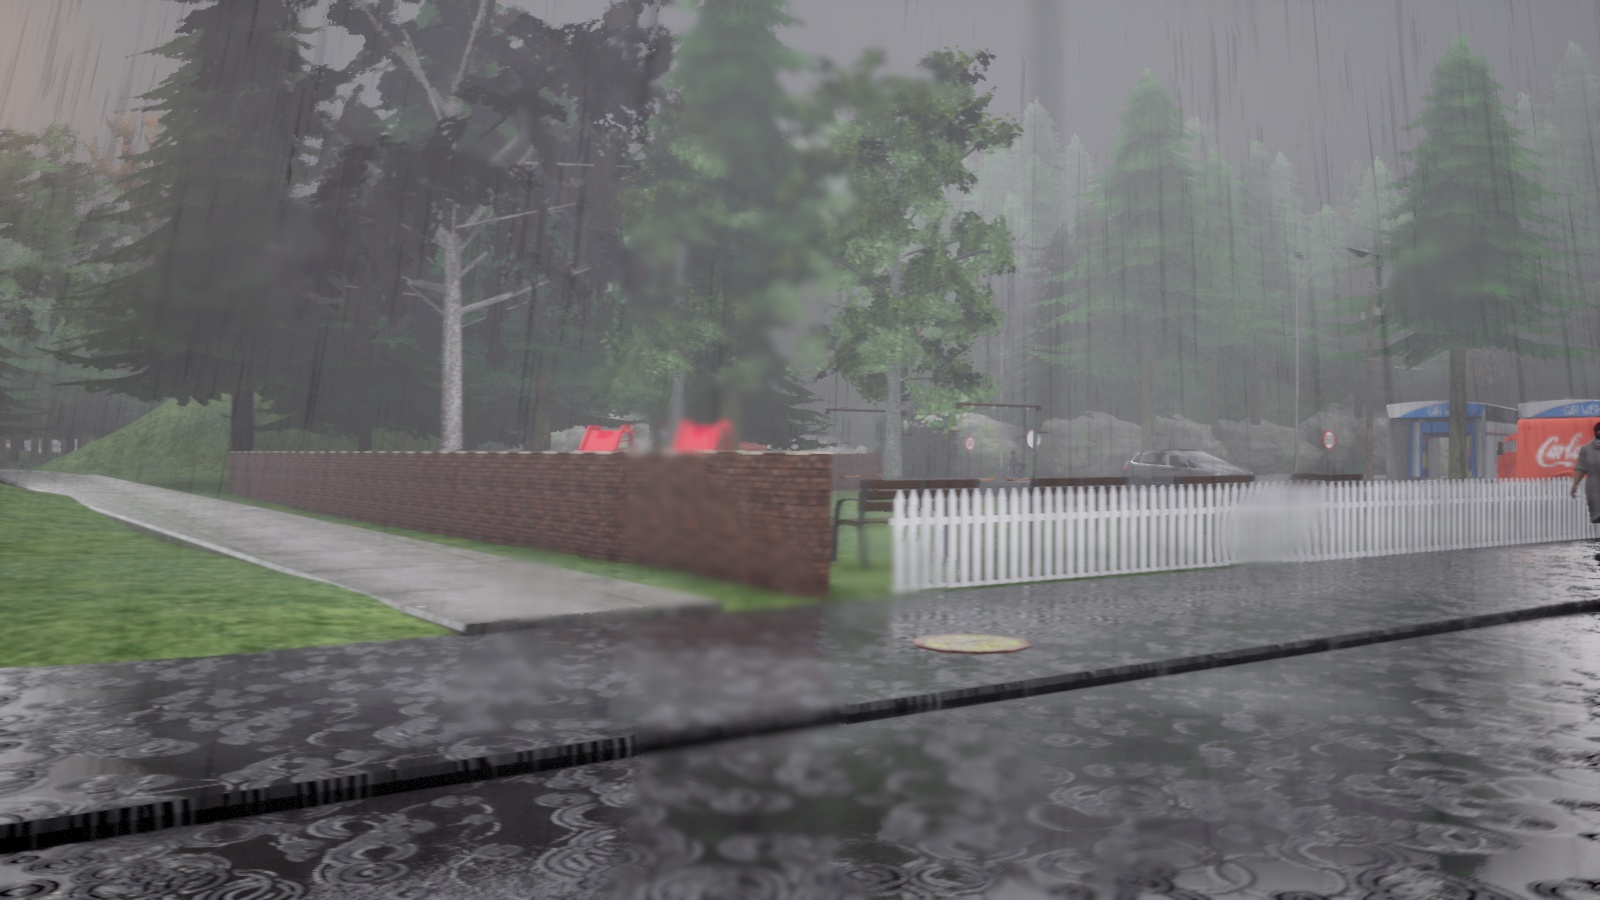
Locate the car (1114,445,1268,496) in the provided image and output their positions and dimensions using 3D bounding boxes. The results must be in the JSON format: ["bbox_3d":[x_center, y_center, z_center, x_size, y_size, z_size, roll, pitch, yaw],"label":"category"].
[{"bbox_3d":[13.309,0.666,42.986,2.242,1.667,4.611,0,0,-35],"label":"car"}]

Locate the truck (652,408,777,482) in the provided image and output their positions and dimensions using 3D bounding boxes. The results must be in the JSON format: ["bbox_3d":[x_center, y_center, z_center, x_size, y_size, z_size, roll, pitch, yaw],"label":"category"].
[{"bbox_3d":[-4.845,-0.241,68.971,2.891,3.827,8.468,0,0,-35],"label":"truck"}]

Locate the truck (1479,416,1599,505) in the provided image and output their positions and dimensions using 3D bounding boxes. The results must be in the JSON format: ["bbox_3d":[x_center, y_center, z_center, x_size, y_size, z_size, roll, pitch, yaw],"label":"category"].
[{"bbox_3d":[22.909,0.299,36.259,2.627,2.467,5.204,0,0,-35],"label":"truck"}]

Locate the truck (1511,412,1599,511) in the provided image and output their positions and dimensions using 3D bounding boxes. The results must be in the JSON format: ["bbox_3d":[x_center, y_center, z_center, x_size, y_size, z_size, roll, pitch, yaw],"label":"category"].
[{"bbox_3d":[21.248,0.291,31.623,2.627,2.467,5.204,0,0,-35],"label":"truck"}]

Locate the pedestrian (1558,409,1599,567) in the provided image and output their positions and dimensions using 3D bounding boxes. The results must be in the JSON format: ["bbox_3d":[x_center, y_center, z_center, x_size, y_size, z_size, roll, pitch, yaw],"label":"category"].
[{"bbox_3d":[10.218,0.472,15.942,0.873,1.952,0.659,0,0,-29],"label":"pedestrian"}]
